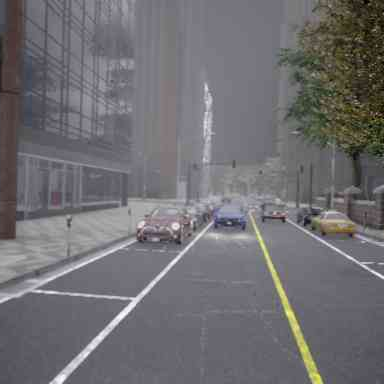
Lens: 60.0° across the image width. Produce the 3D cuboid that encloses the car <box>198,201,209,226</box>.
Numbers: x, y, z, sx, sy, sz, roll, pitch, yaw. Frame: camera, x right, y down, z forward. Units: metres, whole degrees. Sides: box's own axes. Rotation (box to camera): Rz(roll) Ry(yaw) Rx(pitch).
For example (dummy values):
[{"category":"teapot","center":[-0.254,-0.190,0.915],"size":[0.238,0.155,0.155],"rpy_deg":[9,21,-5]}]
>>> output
[{"category":"car","center":[-0.321,1.485,20.567],"size":[2.008,1.369,4.403],"rpy_deg":[2,0,8]}]

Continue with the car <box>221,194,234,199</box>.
[{"category":"car","center":[7.603,1.361,73.759],"size":[2.192,1.841,5.009],"rpy_deg":[2,0,8]}]

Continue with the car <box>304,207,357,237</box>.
[{"category":"car","center":[8.134,1.717,19.482],"size":[1.752,1.417,4.829],"rpy_deg":[2,0,8]}]

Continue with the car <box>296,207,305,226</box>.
[{"category":"car","center":[8.911,1.767,24.711],"size":[1.947,1.339,4.313],"rpy_deg":[2,0,8]}]

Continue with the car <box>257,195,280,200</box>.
[{"category":"car","center":[10.689,1.586,43.181],"size":[2.097,1.767,4.553],"rpy_deg":[1,-1,33]}]

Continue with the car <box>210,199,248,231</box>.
[{"category":"car","center":[2.495,1.495,21.358],"size":[1.882,1.535,5.008],"rpy_deg":[2,0,9]}]

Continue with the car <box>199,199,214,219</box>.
[{"category":"car","center":[0.483,1.489,25.964],"size":[1.887,1.381,4.507],"rpy_deg":[2,0,8]}]

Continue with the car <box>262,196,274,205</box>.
[{"category":"car","center":[15.228,1.730,67.126],"size":[1.967,1.590,4.097],"rpy_deg":[2,0,8]}]

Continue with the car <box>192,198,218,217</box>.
[{"category":"car","center":[1.289,1.395,31.361],"size":[1.967,1.590,4.097],"rpy_deg":[2,0,8]}]

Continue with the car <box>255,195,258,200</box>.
[{"category":"car","center":[17.626,1.878,83.261],"size":[2.008,1.369,4.403],"rpy_deg":[2,0,8]}]

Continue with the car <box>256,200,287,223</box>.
[{"category":"car","center":[6.597,1.672,27.434],"size":[2.033,1.411,5.357],"rpy_deg":[2,0,9]}]

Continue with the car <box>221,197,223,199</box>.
[{"category":"car","center":[2.065,1.491,36.591],"size":[1.752,1.417,4.829],"rpy_deg":[2,0,8]}]

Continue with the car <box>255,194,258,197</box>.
[{"category":"car","center":[18.426,1.885,88.639],"size":[1.887,1.381,4.507],"rpy_deg":[2,0,8]}]

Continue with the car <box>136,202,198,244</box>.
[{"category":"car","center":[-1.121,1.365,15.169],"size":[1.967,1.590,4.097],"rpy_deg":[2,0,8]}]
